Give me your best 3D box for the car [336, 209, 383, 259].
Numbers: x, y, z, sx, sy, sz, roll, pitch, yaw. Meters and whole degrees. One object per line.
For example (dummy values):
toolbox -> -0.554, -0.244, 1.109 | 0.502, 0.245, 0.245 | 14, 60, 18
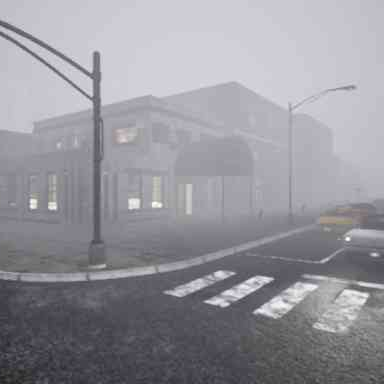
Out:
car -> 6.585, 1.494, 11.449 | 1.895, 1.301, 4.718 | 0, 0, 36

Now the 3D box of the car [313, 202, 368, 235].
car -> 7.648, 1.388, 17.320 | 1.752, 1.417, 4.829 | 0, 1, 36

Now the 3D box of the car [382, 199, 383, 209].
car -> 17.776, 1.287, 31.297 | 1.887, 1.381, 4.507 | 0, 1, 36

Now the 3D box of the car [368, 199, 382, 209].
car -> 11.091, 1.366, 22.071 | 1.887, 1.381, 4.507 | 0, 1, 36
